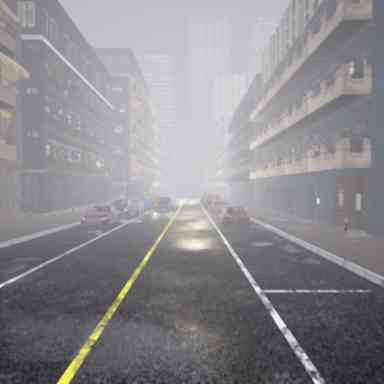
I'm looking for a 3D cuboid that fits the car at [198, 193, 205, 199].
[{"bbox_3d":[2.592,1.140,94.090,1.752,1.417,4.829,-1,0,0],"label":"car"}]

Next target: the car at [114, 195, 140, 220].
[{"bbox_3d":[-5.692,1.330,26.716,1.967,1.590,4.097,-1,0,0],"label":"car"}]

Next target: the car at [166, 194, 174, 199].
[{"bbox_3d":[-5.782,1.191,88.339,2.008,1.369,4.403,-1,0,0],"label":"car"}]

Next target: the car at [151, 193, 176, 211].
[{"bbox_3d":[-3.034,1.251,37.219,2.097,1.767,4.553,0,0,0],"label":"car"}]

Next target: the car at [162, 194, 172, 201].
[{"bbox_3d":[-5.772,1.267,77.135,1.802,1.307,4.206,-1,0,0],"label":"car"}]

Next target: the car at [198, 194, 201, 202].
[{"bbox_3d":[2.626,1.089,54.706,2.192,1.841,5.009,-1,0,0],"label":"car"}]

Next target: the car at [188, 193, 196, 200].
[{"bbox_3d":[-0.072,1.264,77.757,1.895,1.301,4.718,0,0,0],"label":"car"}]

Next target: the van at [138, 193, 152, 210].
[{"bbox_3d":[-5.704,1.185,37.920,1.690,1.788,3.998,-1,0,0],"label":"van"}]

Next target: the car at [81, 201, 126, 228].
[{"bbox_3d":[-5.685,1.495,21.115,1.802,1.307,4.206,-1,0,0],"label":"car"}]

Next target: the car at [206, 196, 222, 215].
[{"bbox_3d":[2.651,1.390,32.468,1.752,1.417,4.829,-1,0,0],"label":"car"}]

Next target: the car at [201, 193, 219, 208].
[{"bbox_3d":[2.637,1.134,43.501,2.192,1.841,5.009,-1,0,0],"label":"car"}]

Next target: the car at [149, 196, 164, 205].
[{"bbox_3d":[-5.758,1.326,54.727,2.008,1.369,4.403,-1,0,0],"label":"car"}]

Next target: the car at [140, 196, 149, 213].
[{"bbox_3d":[-5.696,1.418,32.319,2.008,1.369,4.403,-1,0,0],"label":"car"}]

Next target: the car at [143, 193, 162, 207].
[{"bbox_3d":[-5.738,1.113,49.124,2.192,1.841,5.009,-1,0,0],"label":"car"}]

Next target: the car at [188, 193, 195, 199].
[{"bbox_3d":[-0.081,1.020,87.735,1.882,1.535,5.008,0,0,0],"label":"car"}]

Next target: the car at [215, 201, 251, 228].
[{"bbox_3d":[2.662,1.493,21.094,1.802,1.307,4.206,-1,0,0],"label":"car"}]

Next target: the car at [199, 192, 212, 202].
[{"bbox_3d":[2.616,1.043,65.910,2.192,1.841,5.009,-1,0,0],"label":"car"}]

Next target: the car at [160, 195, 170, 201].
[{"bbox_3d":[-5.766,1.289,71.533,1.802,1.307,4.206,-1,0,0],"label":"car"}]
